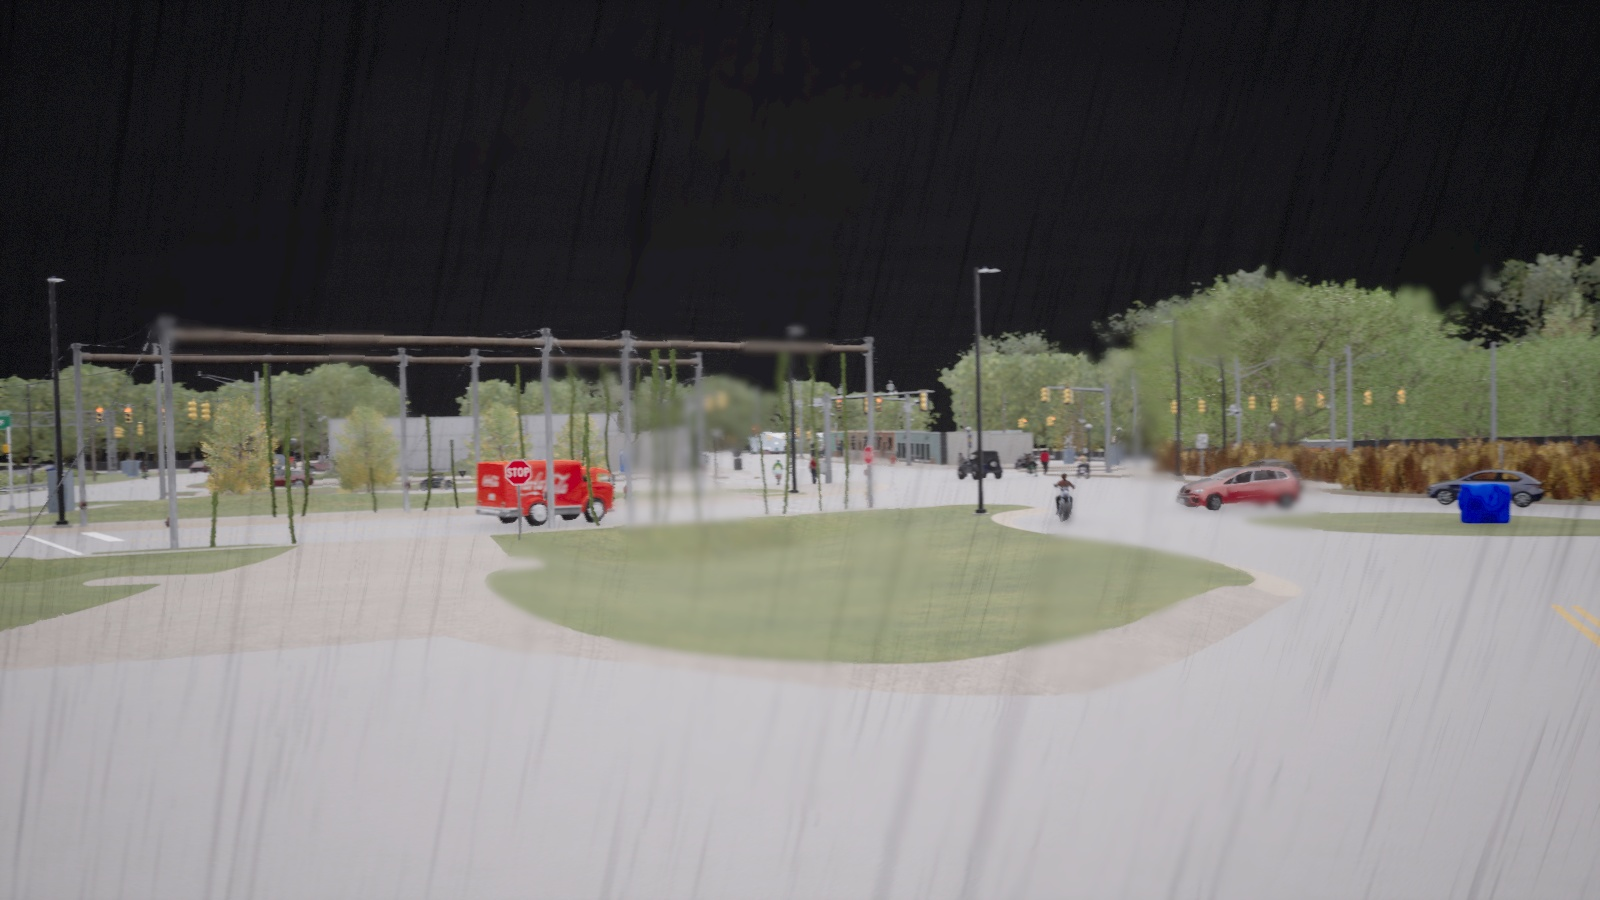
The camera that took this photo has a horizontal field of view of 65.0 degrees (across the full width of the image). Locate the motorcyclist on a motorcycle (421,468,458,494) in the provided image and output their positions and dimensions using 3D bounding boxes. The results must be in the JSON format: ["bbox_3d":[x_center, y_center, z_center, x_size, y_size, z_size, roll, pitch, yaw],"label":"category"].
[{"bbox_3d":[-25.195,2.154,87.738,2.350,1.649,0.766,-2,1,-19],"label":"motorcyclist on a motorcycle"}]

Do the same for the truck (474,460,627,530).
[{"bbox_3d":[-9.706,1.671,49.070,5.204,2.467,2.627,-1,1,-42],"label":"truck"}]

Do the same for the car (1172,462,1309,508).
[{"bbox_3d":[17.387,1.362,49.693,4.611,1.667,2.242,-1,0,-8],"label":"car"}]

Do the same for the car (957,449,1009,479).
[{"bbox_3d":[11.908,0.913,82.064,1.905,1.878,3.866,-2,0,-16],"label":"car"}]

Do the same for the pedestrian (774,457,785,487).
[{"bbox_3d":[-1.381,1.488,84.746,0.659,1.952,0.873,-2,2,3],"label":"pedestrian"}]

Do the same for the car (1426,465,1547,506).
[{"bbox_3d":[28.012,1.402,51.272,4.193,1.474,1.816,1,2,33],"label":"car"}]

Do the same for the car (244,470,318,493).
[{"bbox_3d":[-37.812,2.289,91.666,4.792,1.488,2.163,-2,1,-18],"label":"car"}]

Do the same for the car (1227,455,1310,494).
[{"bbox_3d":[21.836,1.123,58.676,1.851,1.617,3.988,-2,1,-10],"label":"car"}]

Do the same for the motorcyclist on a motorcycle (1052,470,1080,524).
[{"bbox_3d":[8.660,1.514,40.889,0.766,1.649,2.350,0,0,9],"label":"motorcyclist on a motorcycle"}]

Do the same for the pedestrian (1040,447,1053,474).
[{"bbox_3d":[17.185,0.727,87.474,0.634,1.844,0.899,-1,2,30],"label":"pedestrian"}]
